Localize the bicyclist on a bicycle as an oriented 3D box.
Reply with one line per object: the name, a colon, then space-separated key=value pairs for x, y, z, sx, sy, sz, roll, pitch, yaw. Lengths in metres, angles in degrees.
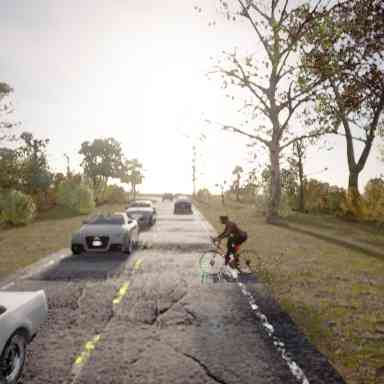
bicyclist on a bicycle: x=1.010 y=1.418 z=8.874 sx=1.656 sy=1.620 sz=0.582 roll=0 pitch=0 yaw=-2

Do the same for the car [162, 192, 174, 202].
car: x=-5.154 y=0.953 z=70.810 sx=2.150 sy=2.045 sz=5.566 roll=0 pitch=0 yaw=-5

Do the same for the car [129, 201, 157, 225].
car: x=-3.521 y=1.401 z=23.131 sx=2.128 sy=1.511 sz=4.902 roll=0 pitch=0 yaw=-2

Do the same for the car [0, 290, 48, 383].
car: x=-2.895 y=1.592 z=2.392 sx=1.895 sy=1.301 sz=4.718 roll=0 pitch=0 yaw=-1

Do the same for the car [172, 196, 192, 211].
car: x=-1.046 y=1.337 z=37.754 sx=1.882 sy=1.535 sz=5.008 roll=0 pitch=0 yaw=-2

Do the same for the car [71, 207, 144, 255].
car: x=-3.210 y=1.511 z=13.001 sx=1.994 sy=1.385 sz=4.181 roll=0 pitch=0 yaw=-2

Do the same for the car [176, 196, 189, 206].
car: x=-1.445 y=1.323 z=50.351 sx=1.837 sy=1.490 sz=4.892 roll=0 pitch=0 yaw=-2
